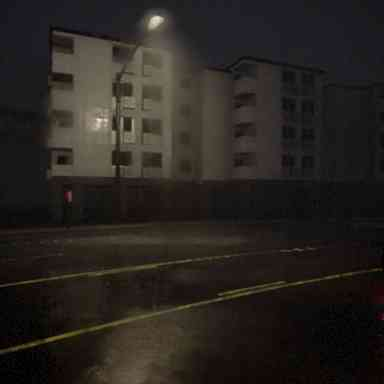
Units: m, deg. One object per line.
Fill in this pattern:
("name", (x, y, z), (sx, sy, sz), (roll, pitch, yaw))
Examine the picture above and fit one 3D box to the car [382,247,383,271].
("car", (7.329, 1.425, 8.820), (4.553, 1.767, 2.097), (1, 0, -24))
